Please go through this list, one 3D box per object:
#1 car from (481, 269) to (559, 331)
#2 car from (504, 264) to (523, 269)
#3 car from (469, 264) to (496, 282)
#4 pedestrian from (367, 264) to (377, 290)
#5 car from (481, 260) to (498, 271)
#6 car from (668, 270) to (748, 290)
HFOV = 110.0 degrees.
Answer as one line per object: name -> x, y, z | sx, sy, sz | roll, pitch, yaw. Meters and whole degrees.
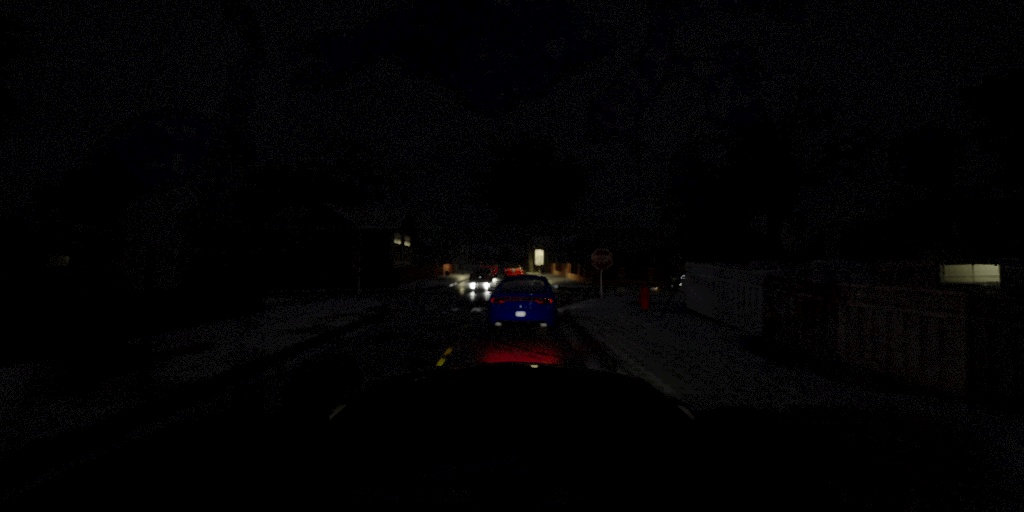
car -> 0.463, 1.343, 11.529 | 1.882, 1.535, 5.008 | 0, -1, 6
car -> 0.136, 1.621, 39.340 | 2.097, 1.767, 4.553 | 0, -1, 0
car -> -2.843, 1.743, 33.913 | 1.994, 1.385, 4.181 | 0, -1, 0
pedestrian -> -9.668, 1.427, 24.834 | 0.375, 1.860, 0.375 | 0, -2, 1
car -> -2.851, 1.560, 43.372 | 2.150, 2.045, 5.566 | 0, -1, 0
car -> 11.897, 1.221, 21.639 | 4.553, 1.767, 2.097 | -1, -3, 1
